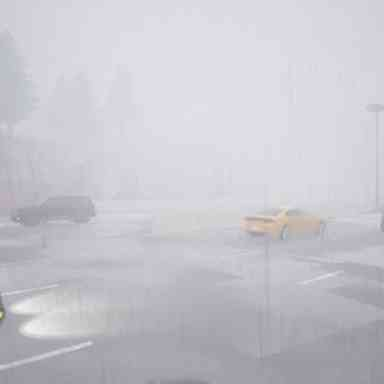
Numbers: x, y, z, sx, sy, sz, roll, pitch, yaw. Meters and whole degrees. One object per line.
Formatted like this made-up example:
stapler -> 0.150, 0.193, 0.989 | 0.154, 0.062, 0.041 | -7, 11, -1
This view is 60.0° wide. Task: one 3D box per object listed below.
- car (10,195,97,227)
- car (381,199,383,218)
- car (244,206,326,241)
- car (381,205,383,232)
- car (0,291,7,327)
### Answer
car -> -9.494, 1.242, 23.209 | 5.566, 2.045, 2.150 | 0, 0, -37
car -> 18.271, 1.365, 29.070 | 1.882, 1.535, 5.008 | 0, 0, 44
car -> 4.729, 1.440, 16.509 | 5.008, 1.535, 1.882 | 0, 0, -40
car -> 12.328, 1.278, 18.503 | 4.553, 1.767, 2.097 | 0, 0, -42
car -> -4.967, 1.583, 4.592 | 4.181, 1.385, 1.994 | 0, 0, -35
